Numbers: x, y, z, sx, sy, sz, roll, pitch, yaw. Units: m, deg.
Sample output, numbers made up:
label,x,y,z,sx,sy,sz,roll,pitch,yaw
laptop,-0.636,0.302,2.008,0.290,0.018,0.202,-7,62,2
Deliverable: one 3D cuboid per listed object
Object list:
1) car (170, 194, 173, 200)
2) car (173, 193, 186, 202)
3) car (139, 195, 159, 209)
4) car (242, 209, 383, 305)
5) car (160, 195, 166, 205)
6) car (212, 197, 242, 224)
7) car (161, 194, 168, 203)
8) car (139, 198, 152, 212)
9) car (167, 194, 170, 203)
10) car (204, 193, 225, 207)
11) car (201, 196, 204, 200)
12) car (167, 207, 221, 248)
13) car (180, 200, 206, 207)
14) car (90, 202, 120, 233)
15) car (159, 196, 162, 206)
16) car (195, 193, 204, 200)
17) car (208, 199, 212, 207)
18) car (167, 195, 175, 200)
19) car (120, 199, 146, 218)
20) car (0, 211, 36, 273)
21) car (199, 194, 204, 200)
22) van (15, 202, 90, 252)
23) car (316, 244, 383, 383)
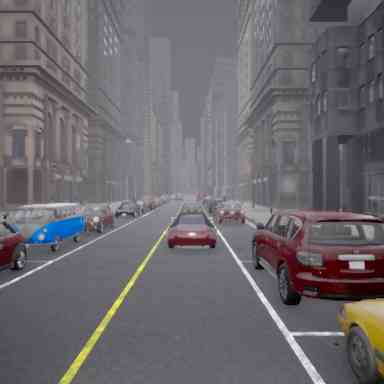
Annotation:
label,x,y,z,sx,sy,sz,roll,pitch,yaw
car,-5.758,1.324,69.584,2.192,1.841,5.009,0,0,0
car,-3.000,1.459,76.685,1.837,1.490,4.892,0,0,0
car,-5.758,1.318,41.575,2.192,1.841,5.009,0,0,0
car,2.767,1.314,7.966,2.192,1.841,5.009,0,0,0
car,-5.759,1.556,52.779,2.008,1.369,4.403,0,0,0
car,2.766,1.441,24.773,1.967,1.590,4.097,0,0,0
car,-5.759,1.573,58.381,1.947,1.339,4.313,0,0,0
car,-5.760,1.584,35.973,1.802,1.307,4.206,0,0,0
car,-5.759,1.448,63.982,1.967,1.590,4.097,0,0,0
car,2.767,1.318,35.977,2.192,1.841,5.009,0,0,0
car,2.766,1.556,47.181,2.008,1.369,4.403,0,0,0
car,0.000,1.573,14.650,1.994,1.385,4.181,0,0,0
car,0.000,1.619,29.680,1.895,1.301,4.718,0,0,0
car,-5.759,1.439,19.168,1.967,1.590,4.097,0,0,0
car,-5.759,1.530,47.007,1.752,1.417,4.829,0,0,0
car,2.394,1.241,80.107,2.150,2.045,5.566,0,0,0
car,2.766,1.567,30.375,1.947,1.339,4.313,0,0,0
car,-5.760,1.599,91.991,1.802,1.307,4.206,0,0,0
car,-5.759,1.567,30.372,1.947,1.339,4.313,0,0,0
car,-5.759,1.438,7.965,1.967,1.590,4.097,0,0,0
car,2.766,1.552,58.386,1.887,1.381,4.507,0,0,0
van,-5.759,1.340,13.566,1.690,1.788,3.998,0,0,0
car,2.766,1.523,2.534,1.752,1.417,4.829,0,0,0
